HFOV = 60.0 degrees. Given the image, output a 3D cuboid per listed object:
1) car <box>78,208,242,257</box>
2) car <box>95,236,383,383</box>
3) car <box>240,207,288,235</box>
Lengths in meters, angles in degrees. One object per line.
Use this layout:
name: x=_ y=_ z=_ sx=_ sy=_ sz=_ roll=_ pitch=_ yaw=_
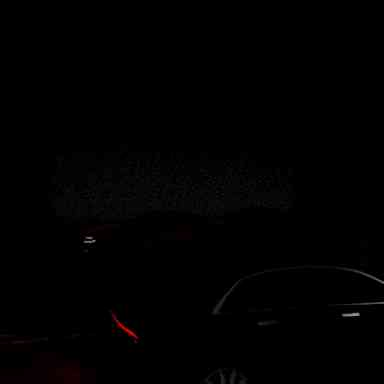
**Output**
car: x=-1.138 y=1.347 z=11.027 sx=5.008 sy=1.535 sz=1.882 roll=1 pitch=1 yaw=-18
car: x=1.345 y=1.477 z=4.297 sx=4.892 sy=1.490 sz=1.837 roll=1 pitch=1 yaw=-18
car: x=2.955 y=1.434 z=16.139 sx=5.357 sy=1.411 sz=2.033 roll=1 pitch=1 yaw=-22
